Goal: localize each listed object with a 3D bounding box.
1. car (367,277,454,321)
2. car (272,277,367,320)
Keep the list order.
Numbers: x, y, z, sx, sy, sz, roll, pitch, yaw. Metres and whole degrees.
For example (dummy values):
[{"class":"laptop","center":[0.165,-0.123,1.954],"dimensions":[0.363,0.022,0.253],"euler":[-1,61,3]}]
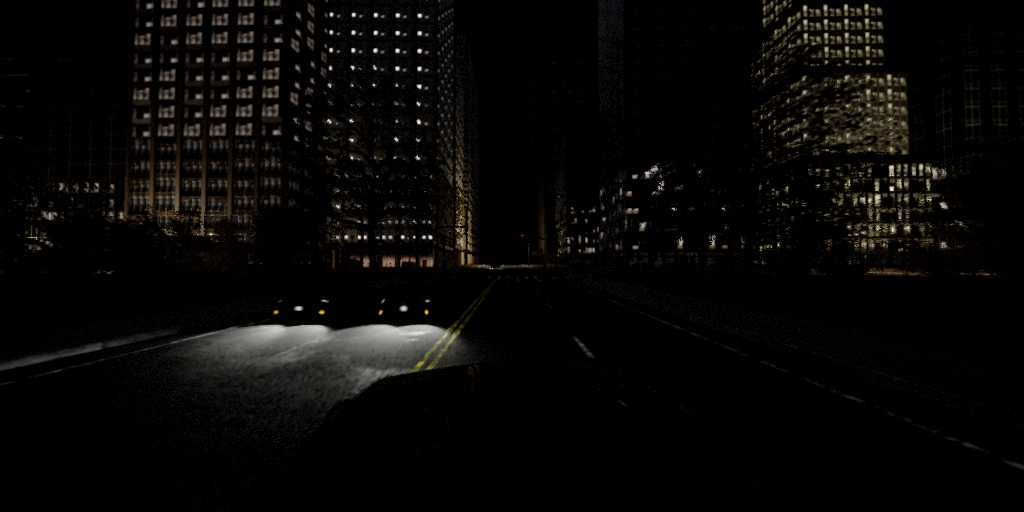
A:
[{"class":"car","center":[-3.349,1.450,13.065],"dimensions":[1.994,1.385,4.181],"euler":[0,-1,0]},{"class":"car","center":[-6.599,1.450,13.078],"dimensions":[1.994,1.385,4.181],"euler":[0,-1,0]}]
